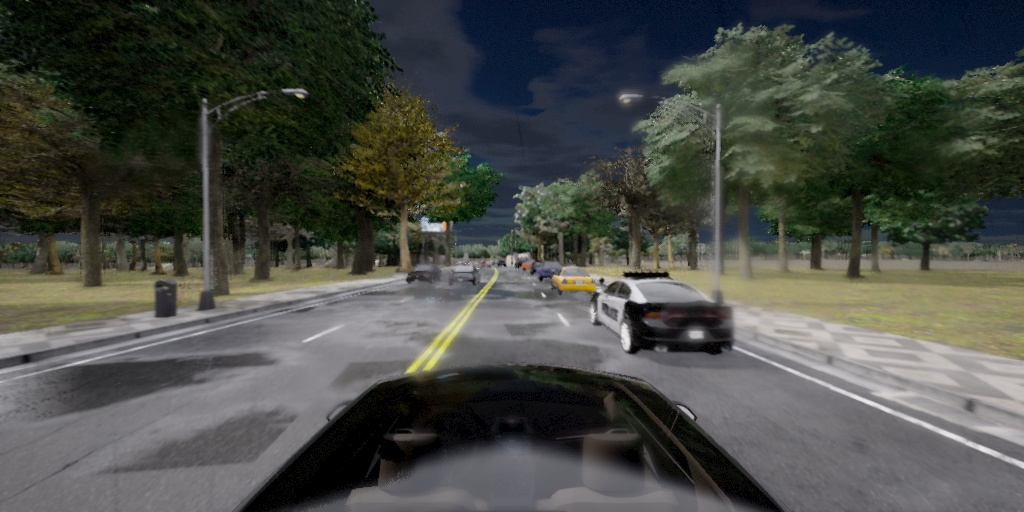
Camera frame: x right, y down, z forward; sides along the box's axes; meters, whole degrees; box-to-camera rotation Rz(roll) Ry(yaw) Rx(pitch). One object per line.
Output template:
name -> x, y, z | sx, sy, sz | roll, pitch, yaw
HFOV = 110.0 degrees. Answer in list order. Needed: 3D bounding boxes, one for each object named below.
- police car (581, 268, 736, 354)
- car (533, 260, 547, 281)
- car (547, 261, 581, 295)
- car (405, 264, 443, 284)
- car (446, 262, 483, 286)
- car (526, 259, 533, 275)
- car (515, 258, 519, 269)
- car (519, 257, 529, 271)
police car -> 3.251, 1.185, 8.907 | 1.930, 1.638, 5.238 | 0, 0, 0
car -> 3.248, 1.172, 30.795 | 2.097, 1.767, 4.553 | 0, 0, 0
car -> 3.252, 1.243, 19.988 | 1.801, 1.575, 5.366 | 0, 0, 0
car -> -6.606, 1.358, 27.631 | 2.033, 1.411, 5.357 | 0, 0, 0
car -> -3.363, 1.330, 25.919 | 1.812, 1.442, 4.674 | 0, 0, 0
car -> 3.065, 1.368, 41.940 | 1.837, 1.490, 4.892 | 0, 0, -2
car -> 1.838, 1.227, 64.171 | 2.150, 2.045, 5.566 | 0, 0, -7
car -> 2.620, 1.278, 53.019 | 2.097, 1.767, 4.553 | 0, 0, -3
